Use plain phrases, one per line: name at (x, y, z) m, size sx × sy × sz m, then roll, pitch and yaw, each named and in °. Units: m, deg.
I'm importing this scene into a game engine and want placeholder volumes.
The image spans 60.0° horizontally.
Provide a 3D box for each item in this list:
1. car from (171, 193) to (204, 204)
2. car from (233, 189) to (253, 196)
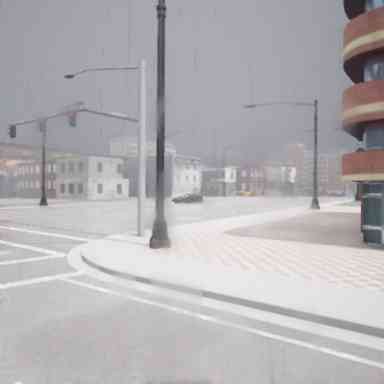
car at (-0.521, 0.886, 45.040) m, size 2.033 × 1.411 × 5.357 m, roll 1°, pitch 1°, yaw 37°
car at (8.795, 0.162, 57.387) m, size 1.882 × 1.535 × 5.008 m, roll 1°, pitch 1°, yaw 37°
